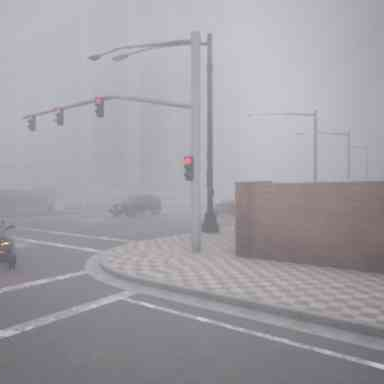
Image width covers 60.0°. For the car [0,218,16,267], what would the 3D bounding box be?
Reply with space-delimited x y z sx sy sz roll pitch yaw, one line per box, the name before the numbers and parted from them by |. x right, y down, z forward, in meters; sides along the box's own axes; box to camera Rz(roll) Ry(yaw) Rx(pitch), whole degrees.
car | -6.807 1.557 10.767 1.812 1.442 4.674 -1 0 -31

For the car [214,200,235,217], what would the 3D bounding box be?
car | 3.965 1.532 31.873 2.128 1.511 4.902 0 0 36

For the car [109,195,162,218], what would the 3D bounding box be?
car | -5.195 1.281 31.471 2.150 2.045 5.566 0 0 36
